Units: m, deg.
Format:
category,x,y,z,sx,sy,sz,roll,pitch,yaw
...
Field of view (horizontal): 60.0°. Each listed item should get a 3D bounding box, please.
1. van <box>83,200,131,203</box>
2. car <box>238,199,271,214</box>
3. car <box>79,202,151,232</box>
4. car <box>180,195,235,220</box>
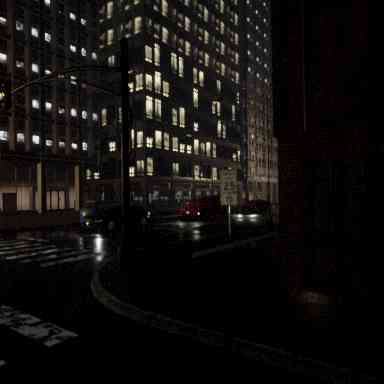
category,x,y,z,sx,sy,sz,roll,pitch,yaw
van,-5.979,1.460,23.458,1.690,1.788,3.998,-2,-1,36
car,7.261,1.584,37.477,1.882,1.535,5.008,-1,-1,36
car,-4.633,1.571,20.926,1.837,1.490,4.892,-1,-1,33
car,1.256,1.307,29.115,2.150,2.045,5.566,-1,-1,36
